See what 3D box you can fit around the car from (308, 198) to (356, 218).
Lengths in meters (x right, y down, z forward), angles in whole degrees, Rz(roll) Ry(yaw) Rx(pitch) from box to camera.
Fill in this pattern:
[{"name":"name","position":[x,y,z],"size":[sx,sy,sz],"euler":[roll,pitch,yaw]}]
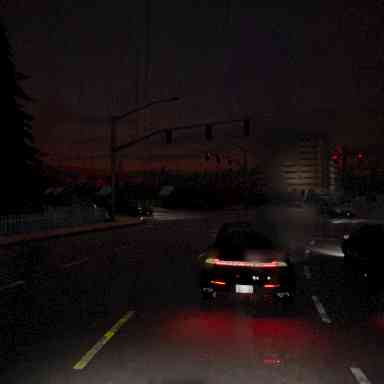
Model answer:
[{"name":"car","position":[12.718,1.573,30.032],"size":[1.812,1.442,4.674],"euler":[-1,0,-8]}]

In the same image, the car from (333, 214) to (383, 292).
[{"name":"car","position":[5.188,1.547,8.593],"size":[2.033,1.411,5.357],"euler":[0,0,16]}]

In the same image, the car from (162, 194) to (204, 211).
[{"name":"car","position":[-1.099,1.276,41.110],"size":[5.566,2.045,2.150],"euler":[0,0,36]}]

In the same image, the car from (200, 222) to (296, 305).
[{"name":"car","position":[1.436,1.492,8.223],"size":[2.128,1.511,4.902],"euler":[0,0,12]}]

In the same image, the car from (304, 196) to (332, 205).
[{"name":"car","position":[16.548,1.601,43.581],"size":[1.895,1.301,4.718],"euler":[0,0,32]}]

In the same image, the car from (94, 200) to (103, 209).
[{"name":"car","position":[-9.057,1.547,38.087],"size":[4.902,1.511,2.128],"euler":[0,0,32]}]

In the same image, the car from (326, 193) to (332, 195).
[{"name":"car","position":[27.124,1.225,67.280],"size":[2.150,2.045,5.566],"euler":[0,0,32]}]

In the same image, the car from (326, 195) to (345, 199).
[{"name":"car","position":[23.406,1.601,54.695],"size":[1.895,1.301,4.718],"euler":[0,0,32]}]

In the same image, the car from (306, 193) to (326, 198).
[{"name":"car","position":[21.102,1.222,57.622],"size":[2.150,2.045,5.566],"euler":[0,0,31]}]

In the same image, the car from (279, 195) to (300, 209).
[{"name":"car","position":[13.265,1.526,44.924],"size":[1.812,1.442,4.674],"euler":[0,0,32]}]

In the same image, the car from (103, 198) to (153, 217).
[{"name":"car","position":[-5.962,1.407,32.022],"size":[4.553,1.767,2.097],"euler":[0,0,32]}]

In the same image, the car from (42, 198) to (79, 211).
[{"name":"car","position":[-17.098,1.533,43.116],"size":[5.008,1.535,1.882],"euler":[0,0,32]}]

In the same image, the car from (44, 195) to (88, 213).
[{"name":"car","position":[-14.090,1.277,37.100],"size":[5.566,2.045,2.150],"euler":[0,0,32]}]

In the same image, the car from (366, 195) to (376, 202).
[{"name":"car","position":[42.727,1.525,79.294],"size":[2.128,1.511,4.902],"euler":[0,0,32]}]

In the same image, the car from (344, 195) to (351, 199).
[{"name":"car","position":[29.071,1.355,63.763],"size":[2.097,1.767,4.553],"euler":[0,0,32]}]
